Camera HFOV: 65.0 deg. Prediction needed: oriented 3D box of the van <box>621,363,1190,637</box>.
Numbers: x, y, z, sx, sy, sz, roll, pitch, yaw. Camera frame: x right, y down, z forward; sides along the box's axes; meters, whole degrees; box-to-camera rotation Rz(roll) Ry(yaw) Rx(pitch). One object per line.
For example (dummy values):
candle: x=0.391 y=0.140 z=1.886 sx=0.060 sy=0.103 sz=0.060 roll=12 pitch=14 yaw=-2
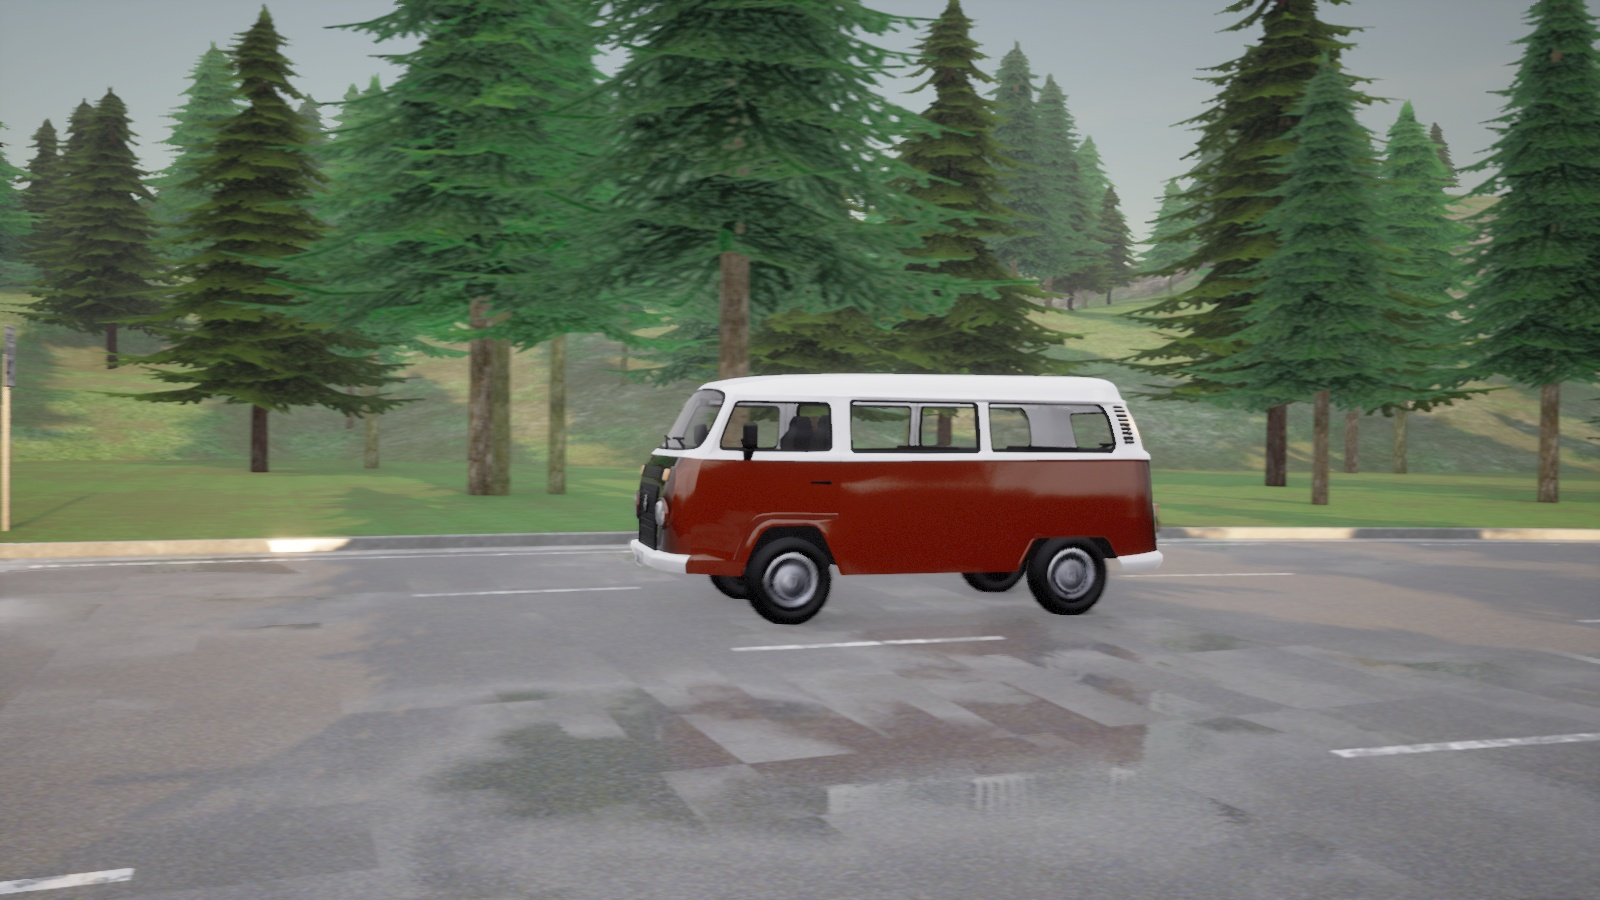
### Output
van: x=0.842 y=0.335 z=10.960 sx=4.480 sy=2.038 sz=2.069 roll=-1 pitch=1 yaw=-16
